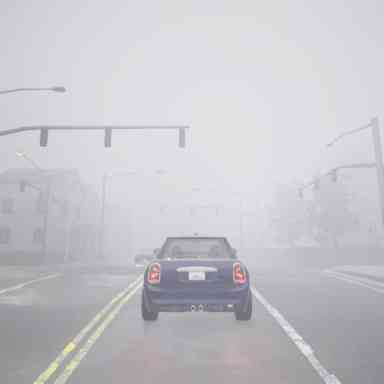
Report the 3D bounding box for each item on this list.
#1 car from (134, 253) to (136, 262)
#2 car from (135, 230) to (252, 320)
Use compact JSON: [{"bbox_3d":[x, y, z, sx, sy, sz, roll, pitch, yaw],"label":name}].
[{"bbox_3d":[-3.655,5.436,28.298,2.033,1.411,5.357,0,-12,0],"label":"car"},{"bbox_3d":[0.085,1.804,8.206,2.097,1.767,4.553,0,-7,0],"label":"car"}]
